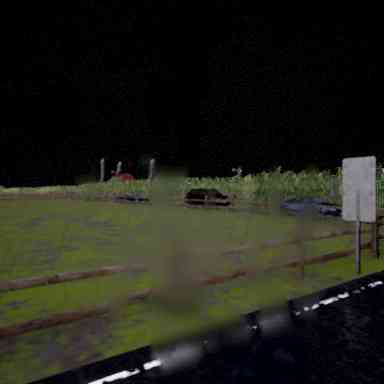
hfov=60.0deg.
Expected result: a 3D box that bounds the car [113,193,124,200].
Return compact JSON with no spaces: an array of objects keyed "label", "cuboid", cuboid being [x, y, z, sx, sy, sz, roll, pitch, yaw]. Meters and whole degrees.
[{"label":"car","cuboid":[-12.640,0.860,60.447,1.895,1.301,4.718,0,0,-35]}]

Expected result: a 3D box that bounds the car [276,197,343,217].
[{"label":"car","cuboid":[8.781,1.066,24.868,2.033,1.411,5.357,0,0,-34]}]

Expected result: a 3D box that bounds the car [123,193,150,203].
[{"label":"car","cuboid":[-7.853,0.932,48.593,1.895,1.301,4.718,0,0,-35]}]

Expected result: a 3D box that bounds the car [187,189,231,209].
[{"label":"car","cuboid":[1.708,0.658,34.961,2.150,2.045,5.566,0,0,-35]}]
